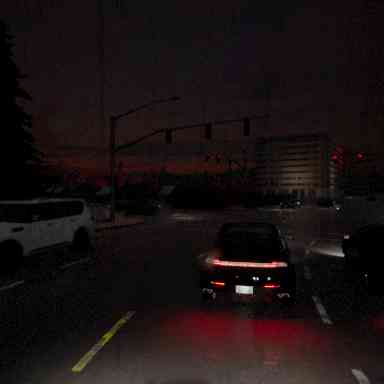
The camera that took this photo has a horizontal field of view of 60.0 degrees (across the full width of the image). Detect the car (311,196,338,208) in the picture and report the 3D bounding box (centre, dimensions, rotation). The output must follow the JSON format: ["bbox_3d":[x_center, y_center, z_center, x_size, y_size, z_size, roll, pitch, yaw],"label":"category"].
[{"bbox_3d":[19.188,1.547,47.899,2.033,1.411,5.357,0,0,32],"label":"car"}]

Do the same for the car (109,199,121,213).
[{"bbox_3d":[-6.971,1.548,36.717,4.902,1.511,2.128,0,0,32],"label":"car"}]

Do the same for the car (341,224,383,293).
[{"bbox_3d":[5.180,1.547,8.554,2.033,1.411,5.357,0,0,16],"label":"car"}]

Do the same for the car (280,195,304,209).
[{"bbox_3d":[13.416,1.505,45.205,1.837,1.490,4.892,0,0,32],"label":"car"}]

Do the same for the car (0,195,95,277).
[{"bbox_3d":[-5.381,1.221,10.776,2.150,2.045,5.566,0,0,16],"label":"car"}]

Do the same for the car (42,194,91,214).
[{"bbox_3d":[-13.978,1.278,36.961,5.566,2.045,2.150,0,0,32],"label":"car"}]

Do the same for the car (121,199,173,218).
[{"bbox_3d":[-3.920,1.406,30.685,4.553,1.767,2.097,0,0,32],"label":"car"}]

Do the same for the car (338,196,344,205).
[{"bbox_3d":[24.801,1.490,56.978,2.128,1.511,4.902,0,0,32],"label":"car"}]

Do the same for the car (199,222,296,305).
[{"bbox_3d":[1.428,1.492,8.181,2.128,1.511,4.902,0,0,12],"label":"car"}]

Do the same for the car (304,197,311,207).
[{"bbox_3d":[18.168,1.526,52.904,1.812,1.442,4.674,0,0,32],"label":"car"}]

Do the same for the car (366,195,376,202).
[{"bbox_3d":[42.671,1.525,79.280,2.128,1.511,4.902,0,0,32],"label":"car"}]
